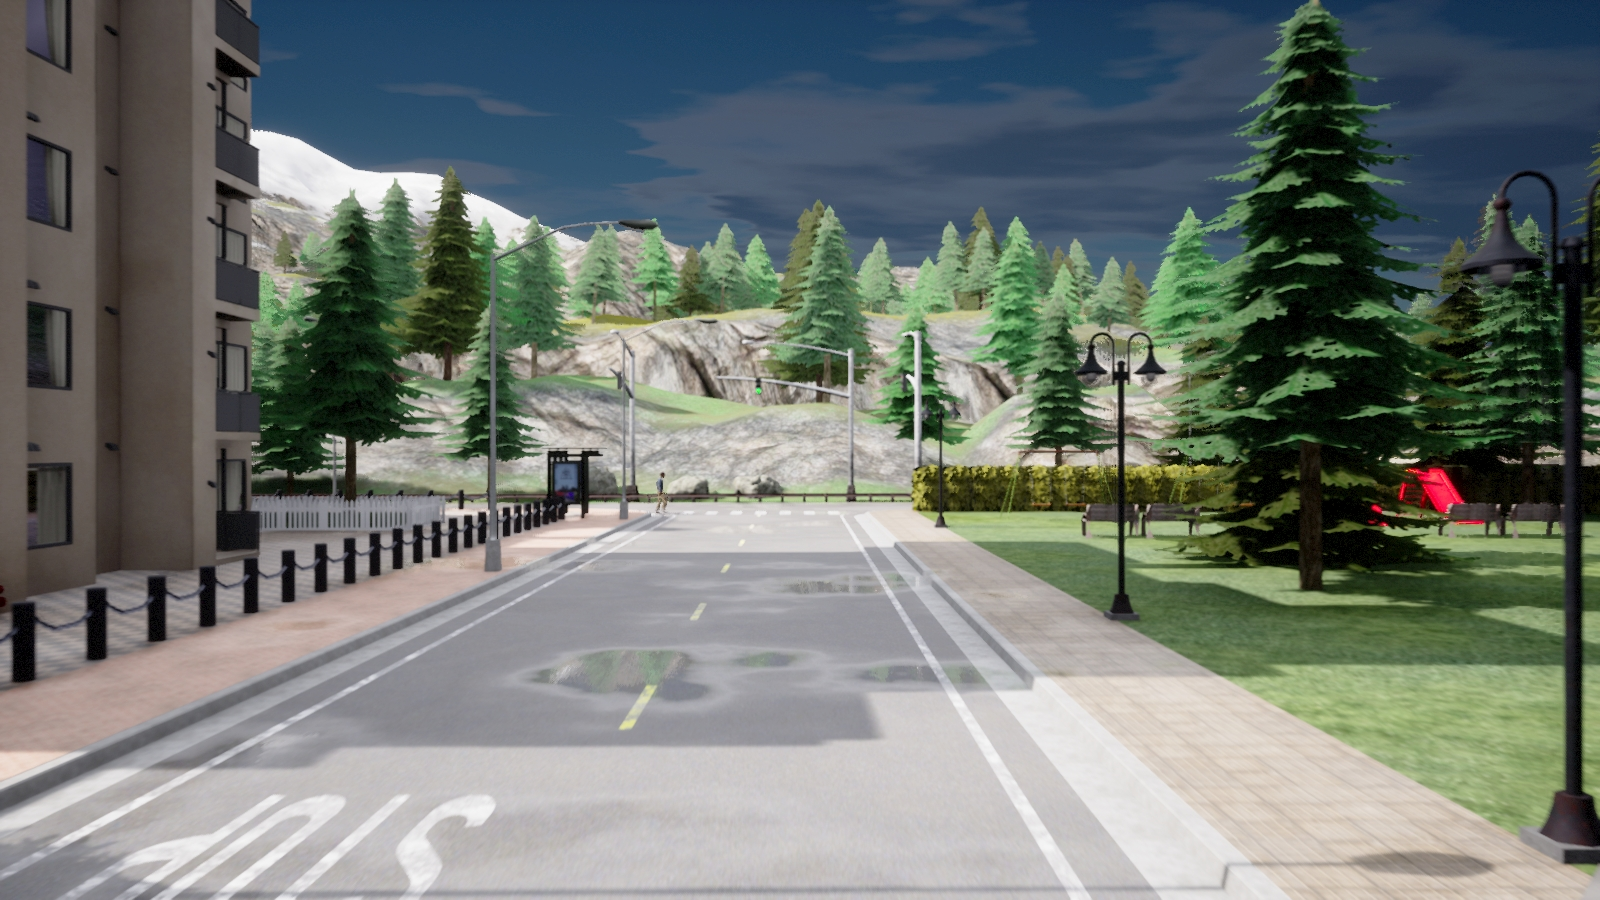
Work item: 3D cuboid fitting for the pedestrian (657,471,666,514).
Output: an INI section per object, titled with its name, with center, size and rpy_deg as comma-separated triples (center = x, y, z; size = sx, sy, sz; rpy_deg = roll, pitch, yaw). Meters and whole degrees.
[pedestrian]
center = -5.965, 1.829, 49.307
size = 0.375, 1.860, 0.375
rpy_deg = 0, 0, -8
